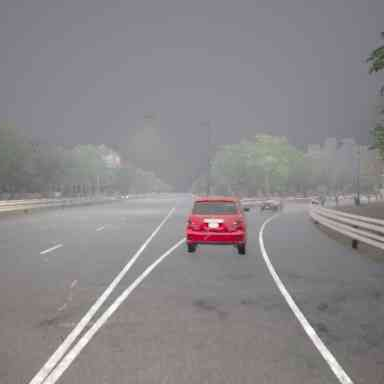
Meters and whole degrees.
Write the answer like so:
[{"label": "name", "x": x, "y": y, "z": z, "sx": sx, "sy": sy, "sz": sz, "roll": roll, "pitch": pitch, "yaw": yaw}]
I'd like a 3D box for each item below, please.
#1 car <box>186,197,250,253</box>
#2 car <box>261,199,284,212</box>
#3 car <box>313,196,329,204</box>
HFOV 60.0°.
[{"label": "car", "x": 1.189, "y": 1.210, "z": 13.838, "sx": 2.150, "sy": 2.045, "sz": 5.566, "roll": 0, "pitch": 0, "yaw": 10}, {"label": "car", "x": 9.171, "y": 1.509, "z": 38.109, "sx": 1.812, "sy": 1.442, "sz": 4.674, "roll": 0, "pitch": 0, "yaw": 27}, {"label": "car", "x": 22.691, "y": 1.449, "z": 57.696, "sx": 2.128, "sy": 1.511, "sz": 4.902, "roll": 0, "pitch": 0, "yaw": 42}]
